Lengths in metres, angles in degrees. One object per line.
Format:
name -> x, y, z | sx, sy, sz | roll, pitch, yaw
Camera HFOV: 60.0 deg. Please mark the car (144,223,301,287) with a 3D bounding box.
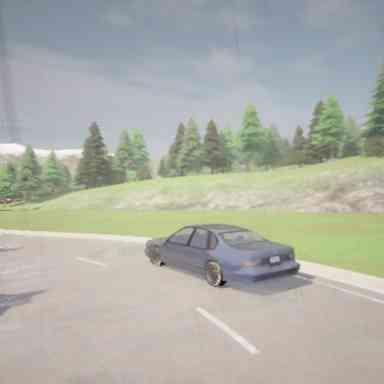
car -> 0.498, 1.633, 9.674 | 2.033, 1.411, 5.357 | -1, -1, -34
